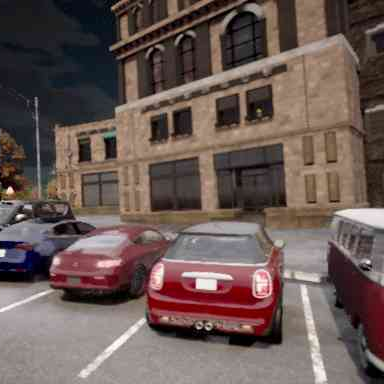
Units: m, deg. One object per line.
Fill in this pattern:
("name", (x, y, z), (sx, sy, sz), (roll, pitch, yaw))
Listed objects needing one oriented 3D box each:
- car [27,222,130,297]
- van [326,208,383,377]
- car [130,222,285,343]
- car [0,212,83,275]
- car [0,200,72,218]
("car", (-1.645, 1.561, 8.604), (2.002, 1.452, 4.674), (0, -1, 16))
("van", (3.202, 1.270, 5.014), (1.878, 1.987, 4.442), (0, -1, 16))
("car", (0.780, 1.381, 6.838), (2.185, 1.767, 4.553), (0, -1, 16))
("car", (-4.068, 1.572, 10.381), (2.163, 1.488, 4.792), (0, -1, 16))
("car", (-6.503, 1.318, 12.074), (2.435, 2.045, 5.566), (0, -1, 16))
